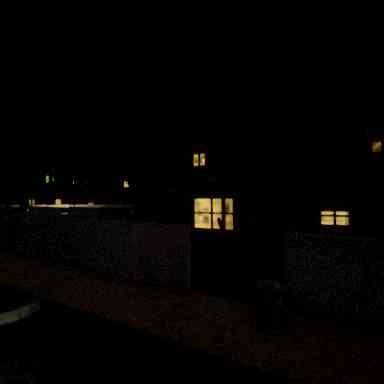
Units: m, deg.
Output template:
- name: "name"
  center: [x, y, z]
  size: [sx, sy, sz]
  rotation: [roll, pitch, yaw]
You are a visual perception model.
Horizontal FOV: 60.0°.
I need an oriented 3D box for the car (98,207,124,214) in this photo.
- name: "car"
  center: [-7.000, 2.123, 31.077]
  size: [1.994, 1.385, 4.181]
  rotation: [-1, -2, 35]
